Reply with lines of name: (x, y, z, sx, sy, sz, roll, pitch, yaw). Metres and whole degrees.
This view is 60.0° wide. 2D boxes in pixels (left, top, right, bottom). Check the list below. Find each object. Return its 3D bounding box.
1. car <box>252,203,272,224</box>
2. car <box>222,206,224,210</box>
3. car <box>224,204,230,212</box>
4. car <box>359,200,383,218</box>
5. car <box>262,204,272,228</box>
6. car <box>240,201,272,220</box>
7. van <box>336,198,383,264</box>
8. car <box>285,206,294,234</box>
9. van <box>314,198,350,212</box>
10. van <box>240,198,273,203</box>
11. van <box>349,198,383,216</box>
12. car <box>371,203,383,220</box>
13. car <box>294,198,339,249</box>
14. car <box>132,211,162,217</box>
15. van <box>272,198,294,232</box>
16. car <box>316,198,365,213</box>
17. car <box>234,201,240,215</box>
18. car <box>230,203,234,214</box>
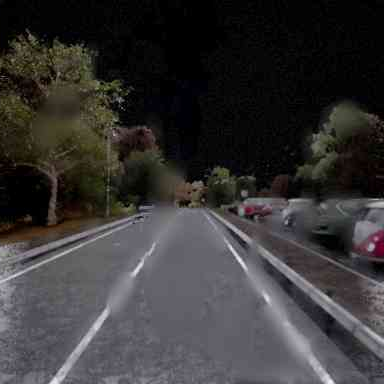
car: (7.059, 1.710, 23.608, 4.792, 1.488, 2.163, 0, -1, 0)
car: (7.139, 2.070, 45.809, 5.008, 1.535, 2.097, 0, -1, 0)
car: (7.093, 1.714, 40.266, 5.566, 2.045, 2.435, 0, -1, 0)
car: (20.158, 1.740, 34.489, 4.553, 1.767, 2.185, 0, -1, 0)
car: (7.086, 1.673, 20.831, 4.674, 1.452, 2.002, 0, -1, 0)
car: (7.105, 1.775, 29.159, 5.008, 1.535, 2.097, 0, -1, 0)
van: (6.944, 1.278, 9.748, 4.442, 1.987, 1.878, 0, 0, 0)
car: (7.101, 1.568, 15.273, 4.792, 1.488, 2.163, 0, -1, 0)
van: (20.335, 1.903, 48.457, 4.442, 1.987, 1.878, 0, -1, 0)
van: (7.222, 1.597, 31.938, 4.442, 1.987, 1.878, 0, -1, 0)
van: (20.312, 1.687, 37.260, 4.442, 1.987, 1.878, 0, -1, 0)
car: (20.179, 1.820, 31.842, 5.008, 1.535, 2.097, 0, -1, 0)
car: (7.095, 1.255, 12.524, 5.566, 2.045, 2.435, 0, 0, 0)
car: (-3.230, 1.576, 24.713, 2.033, 1.411, 5.357, 0, -1, 0)
van: (6.961, 1.360, 18.060, 4.442, 1.987, 1.878, 0, -1, 0)
car: (20.240, 1.812, 45.566, 5.566, 2.045, 2.435, 0, -1, 0)
car: (7.113, 1.910, 34.710, 4.674, 1.452, 2.002, 0, -1, 0)
car: (7.145, 1.947, 37.485, 4.792, 1.488, 2.163, 0, -1, 0)
